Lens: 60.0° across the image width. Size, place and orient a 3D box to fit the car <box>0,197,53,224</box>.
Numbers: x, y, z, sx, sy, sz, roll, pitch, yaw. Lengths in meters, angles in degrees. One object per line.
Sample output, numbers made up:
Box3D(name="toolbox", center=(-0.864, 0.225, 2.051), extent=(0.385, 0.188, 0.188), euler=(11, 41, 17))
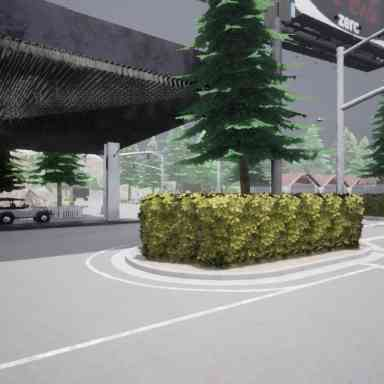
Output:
Box3D(name="car", center=(-12.017, 1.313, 23.451), extent=(3.866, 1.878, 1.905), euler=(0, 0, -36))
